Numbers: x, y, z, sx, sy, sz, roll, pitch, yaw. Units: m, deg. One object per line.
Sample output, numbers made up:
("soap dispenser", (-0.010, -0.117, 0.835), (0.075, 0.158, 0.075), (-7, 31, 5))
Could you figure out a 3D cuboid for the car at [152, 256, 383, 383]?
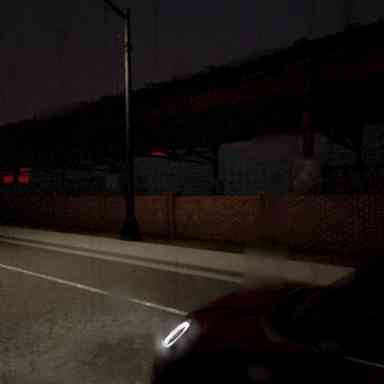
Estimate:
("car", (1.825, 1.352, 2.691), (4.553, 1.767, 2.097), (0, 0, 36))
